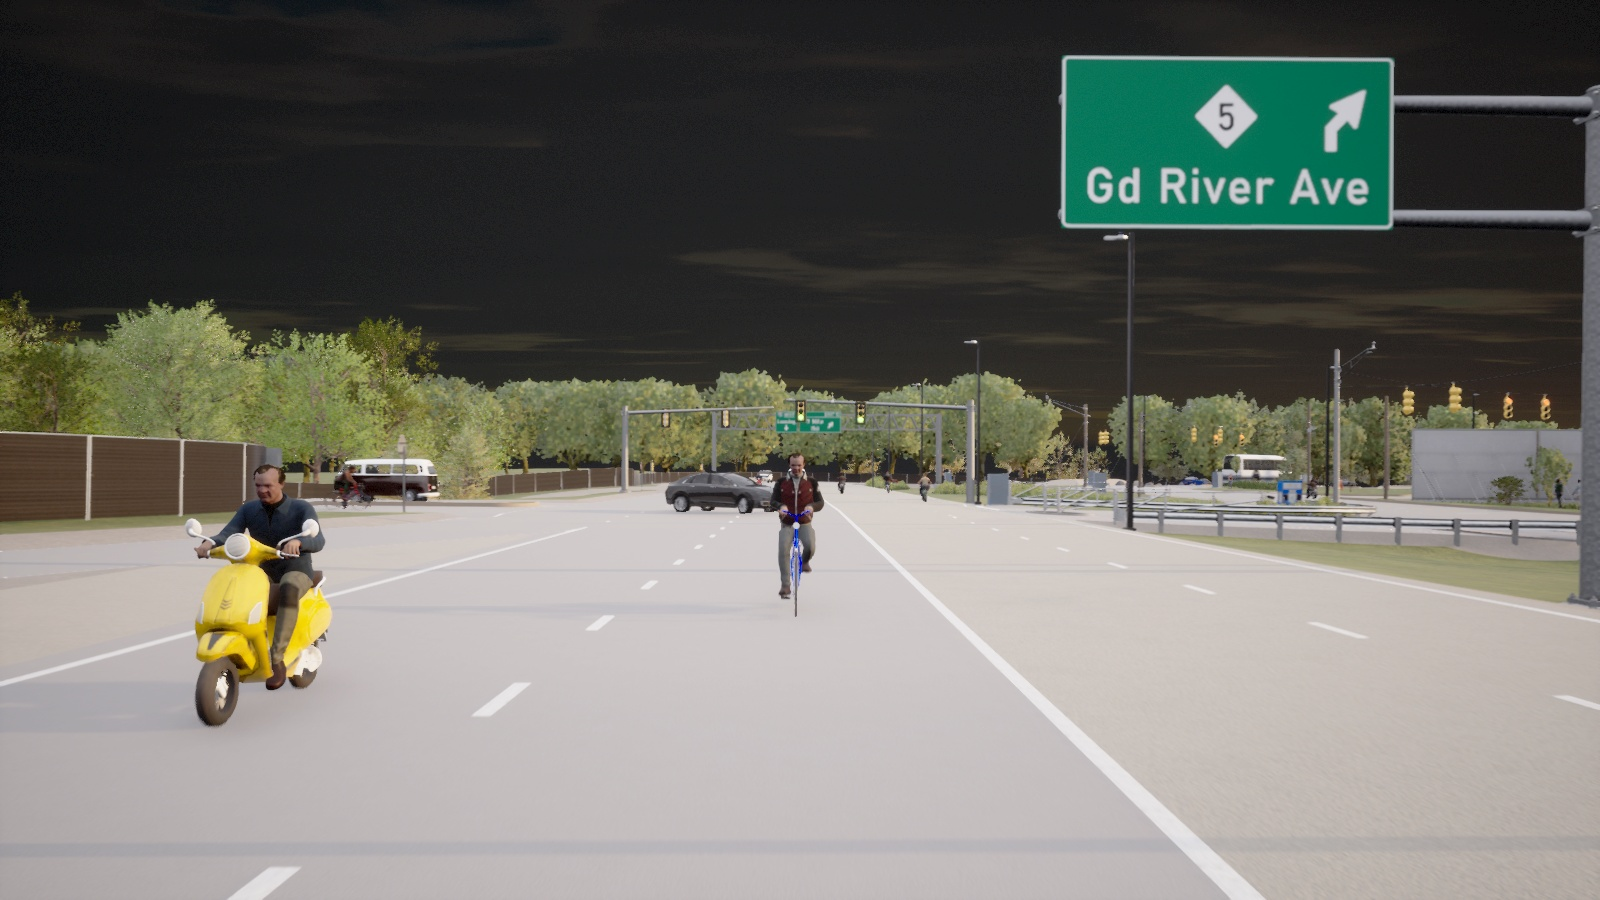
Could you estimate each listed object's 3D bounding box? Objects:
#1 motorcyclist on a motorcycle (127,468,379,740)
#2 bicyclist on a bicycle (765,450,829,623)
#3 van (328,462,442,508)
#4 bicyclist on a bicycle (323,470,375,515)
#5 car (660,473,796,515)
[{"bbox_3d":[-3.520,0.918,8.292,0.866,1.590,1.817,0,-1,0],"label":"motorcyclist on a motorcycle"},{"bbox_3d":[-0.033,0.912,13.852,0.659,1.776,1.843,0,-1,0],"label":"bicyclist on a bicycle"},{"bbox_3d":[-18.741,1.564,56.828,4.480,2.038,2.069,0,-1,0],"label":"van"},{"bbox_3d":[-16.380,1.530,45.618,1.656,1.620,0.582,0,0,-1],"label":"bicyclist on a bicycle"},{"bbox_3d":[-2.696,1.598,46.407,4.892,1.490,1.837,-1,-2,33],"label":"car"}]
